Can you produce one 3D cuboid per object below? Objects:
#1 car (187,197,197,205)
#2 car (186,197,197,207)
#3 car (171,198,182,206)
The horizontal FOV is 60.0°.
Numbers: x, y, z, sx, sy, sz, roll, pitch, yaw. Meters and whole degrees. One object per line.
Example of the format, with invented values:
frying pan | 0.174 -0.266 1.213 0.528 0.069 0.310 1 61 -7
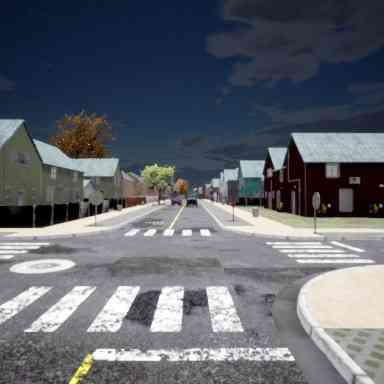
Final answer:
car | -0.026 1.767 66.660 1.812 1.442 4.674 0 0 0
car | -0.023 1.675 56.240 1.837 1.490 4.892 0 0 0
car | -2.773 1.748 60.826 2.033 1.411 5.357 0 0 0
